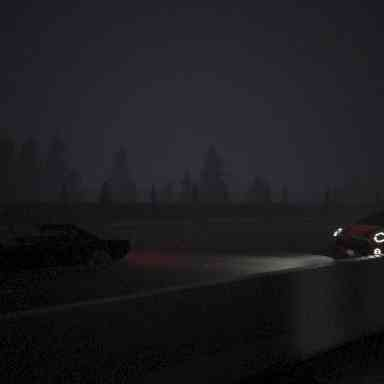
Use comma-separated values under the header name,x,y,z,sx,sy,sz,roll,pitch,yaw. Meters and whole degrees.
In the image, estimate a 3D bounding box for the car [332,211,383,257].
name,x,y,z,sx,sy,sz,roll,pitch,yaw
car,7.296,1.460,12.108,4.553,1.767,2.097,1,0,-27

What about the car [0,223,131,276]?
name,x,y,z,sx,sy,sz,roll,pitch,yaw
car,-4.266,1.581,9.375,4.718,1.301,1.895,1,0,-33
